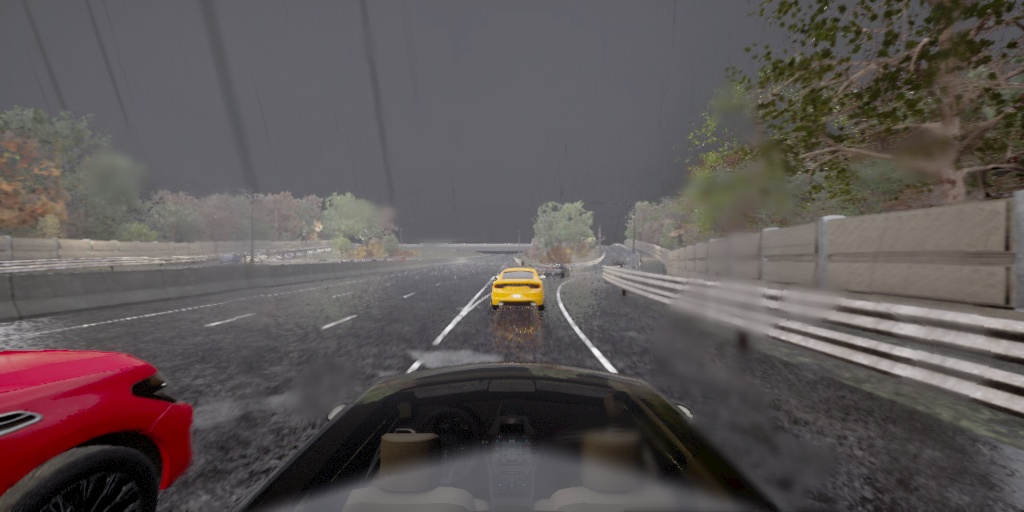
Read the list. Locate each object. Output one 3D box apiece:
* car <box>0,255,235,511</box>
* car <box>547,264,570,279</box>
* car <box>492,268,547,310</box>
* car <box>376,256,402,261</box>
[{"bbox_3d":[-3.401,0.972,0.203,2.150,2.045,5.566,0,0,0],"label":"car"},{"bbox_3d":[4.692,1.539,36.464,2.128,1.511,4.902,0,-1,18],"label":"car"},{"bbox_3d":[0.355,1.231,14.869,1.882,1.535,5.008,0,0,4],"label":"car"},{"bbox_3d":[-21.007,1.245,61.666,1.882,1.535,5.008,0,0,0],"label":"car"}]
